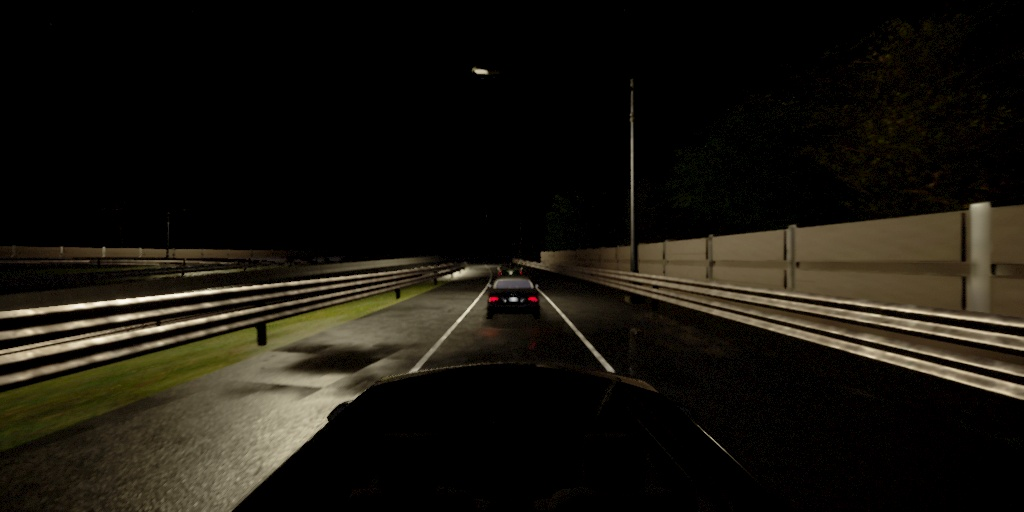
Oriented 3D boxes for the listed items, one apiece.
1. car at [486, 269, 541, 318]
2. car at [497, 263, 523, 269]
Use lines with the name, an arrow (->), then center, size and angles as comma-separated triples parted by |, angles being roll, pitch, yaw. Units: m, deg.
car -> 0.051, 1.404, 13.517 | 2.033, 1.411, 5.357 | 0, 0, 0
car -> -0.165, 1.349, 29.486 | 2.097, 1.767, 4.553 | 0, -1, -1
